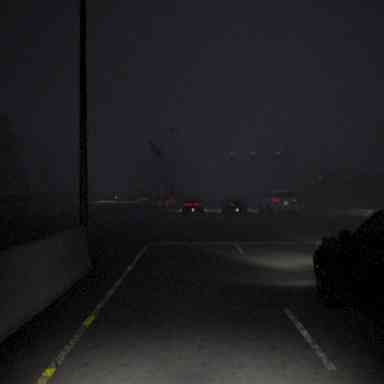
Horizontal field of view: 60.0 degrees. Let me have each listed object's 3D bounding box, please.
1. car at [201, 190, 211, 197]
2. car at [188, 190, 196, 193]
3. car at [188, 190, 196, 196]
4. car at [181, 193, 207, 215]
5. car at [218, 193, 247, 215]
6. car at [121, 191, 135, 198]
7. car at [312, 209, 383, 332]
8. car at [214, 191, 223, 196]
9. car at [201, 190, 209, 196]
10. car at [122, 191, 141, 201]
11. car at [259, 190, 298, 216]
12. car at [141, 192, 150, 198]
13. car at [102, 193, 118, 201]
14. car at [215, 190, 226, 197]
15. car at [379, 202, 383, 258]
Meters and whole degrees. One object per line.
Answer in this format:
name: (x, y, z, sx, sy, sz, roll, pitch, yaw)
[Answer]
car: (3.483, 0.465, 77.046, 2.128, 1.511, 4.902, 0, 1, 0)
car: (-0.017, 0.499, 77.428, 1.994, 1.385, 4.181, 0, 1, 0)
car: (-0.020, 0.248, 87.463, 1.994, 1.385, 4.181, 0, 1, 0)
car: (0.087, 1.128, 28.961, 1.837, 1.490, 4.892, 0, 1, 0)
car: (3.587, 1.131, 28.755, 1.837, 1.490, 4.892, 0, 1, 0)
car: (-14.016, 0.549, 72.996, 2.033, 1.411, 5.357, 0, 1, 0)
car: (3.558, 1.177, 4.552, 2.150, 2.045, 5.566, 0, 1, 0)
car: (6.980, 0.290, 87.495, 1.895, 1.301, 4.718, 0, 1, 0)
car: (3.480, 0.173, 87.463, 1.882, 1.535, 5.008, 0, 1, 0)
car: (-10.558, 0.709, 57.013, 1.882, 1.535, 5.008, 0, 1, 1)
car: (7.088, 0.862, 27.772, 2.150, 2.045, 5.566, 0, 1, 0)
car: (-10.516, 0.604, 72.895, 1.895, 1.301, 4.718, 0, 1, 0)
car: (-14.059, 0.795, 57.041, 1.994, 1.385, 4.181, 0, 1, 1)
car: (6.982, 0.287, 78.264, 2.097, 1.767, 4.553, 0, 1, 0)
car: (7.134, 1.259, 8.633, 2.097, 1.767, 4.553, 0, 1, 2)
